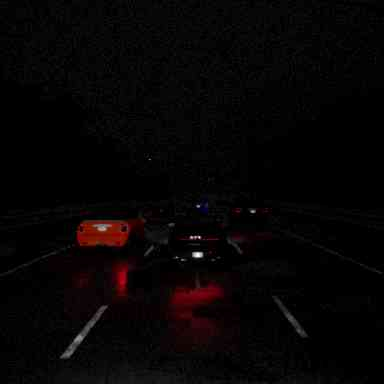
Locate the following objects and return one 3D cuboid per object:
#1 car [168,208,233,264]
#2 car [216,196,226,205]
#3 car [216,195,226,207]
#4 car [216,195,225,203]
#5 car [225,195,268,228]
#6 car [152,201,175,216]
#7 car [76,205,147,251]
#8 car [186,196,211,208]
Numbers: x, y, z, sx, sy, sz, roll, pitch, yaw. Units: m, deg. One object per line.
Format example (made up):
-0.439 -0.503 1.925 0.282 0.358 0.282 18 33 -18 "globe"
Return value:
0.196 1.537 11.930 1.837 1.490 4.892 0 0 1 "car"
6.083 1.790 70.622 2.097 1.767 4.553 0 0 4 "car"
5.305 1.686 58.749 2.097 1.767 4.553 0 0 3 "car"
7.361 1.784 86.528 2.150 2.045 5.566 0 0 5 "car"
3.792 1.299 23.025 2.150 2.045 5.566 0 0 1 "car"
-2.788 1.608 33.663 1.882 1.535 5.008 0 0 2 "car"
-3.267 1.389 14.376 2.097 1.767 4.553 0 0 1 "car"
0.640 1.344 31.571 2.150 2.045 5.566 0 0 2 "car"
